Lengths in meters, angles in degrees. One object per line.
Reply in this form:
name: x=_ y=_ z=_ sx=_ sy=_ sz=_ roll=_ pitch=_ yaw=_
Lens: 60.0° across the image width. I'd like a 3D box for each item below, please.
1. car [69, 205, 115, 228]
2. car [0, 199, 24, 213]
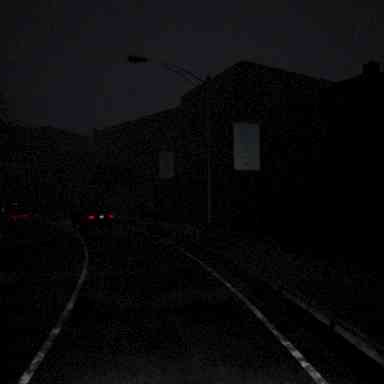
car: x=-6.756 y=1.554 z=22.207 sx=2.033 sy=1.411 sz=5.357 roll=0 pitch=0 yaw=-31
car: x=-20.044 y=1.470 z=35.858 sx=4.902 sy=1.511 sz=2.128 roll=0 pitch=-1 yaw=35
